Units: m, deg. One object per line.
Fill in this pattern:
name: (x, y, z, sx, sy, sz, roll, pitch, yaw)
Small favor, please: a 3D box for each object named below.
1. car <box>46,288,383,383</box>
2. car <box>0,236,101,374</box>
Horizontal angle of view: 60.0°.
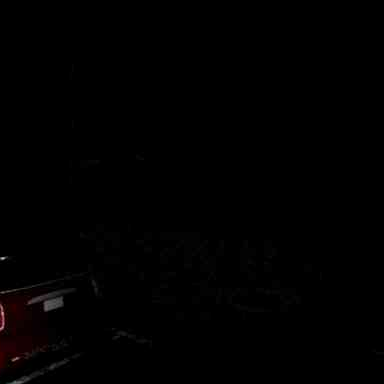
car: (1.298, 1.551, 2.036, 4.403, 1.369, 2.008, 0, 0, 35)
car: (-3.325, 1.437, 5.332, 4.097, 1.590, 1.967, 0, 0, 35)
